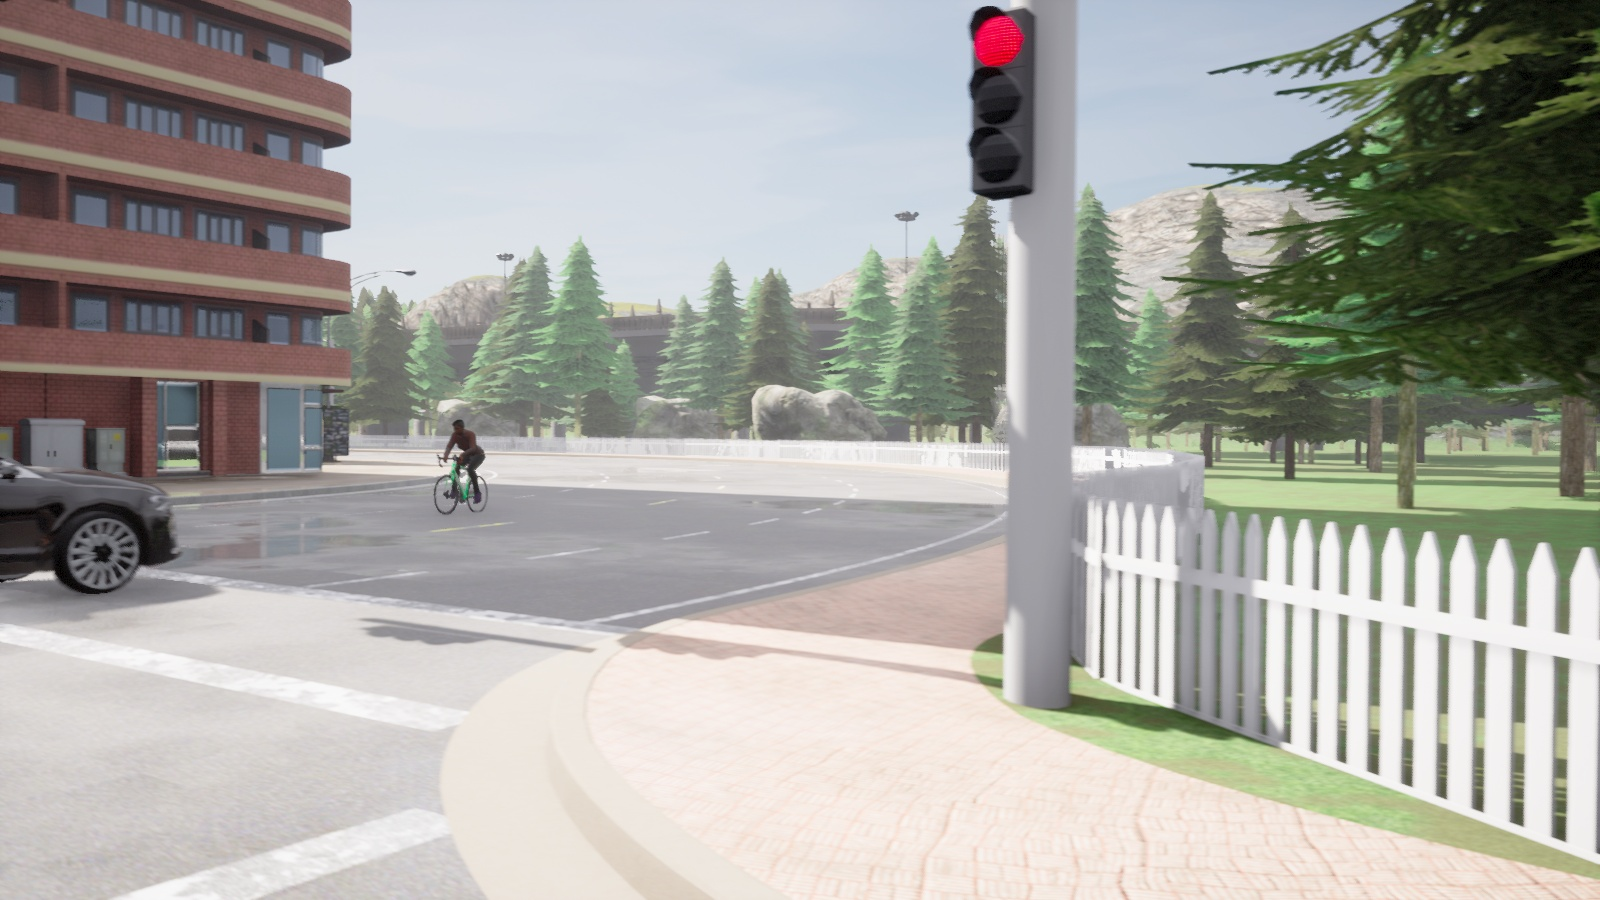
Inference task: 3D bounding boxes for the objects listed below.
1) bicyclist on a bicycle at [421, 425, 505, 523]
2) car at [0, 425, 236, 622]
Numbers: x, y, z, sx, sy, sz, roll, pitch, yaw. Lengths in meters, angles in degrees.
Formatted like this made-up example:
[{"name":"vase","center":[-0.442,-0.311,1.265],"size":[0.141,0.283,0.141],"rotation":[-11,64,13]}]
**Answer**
[{"name":"bicyclist on a bicycle","center":[-5.741,0.411,21.479],"size":[0.582,1.620,1.656],"rotation":[0,-1,17]},{"name":"car","center":[-7.361,0.593,9.927],"size":[2.128,1.511,4.902],"rotation":[0,1,33]}]
